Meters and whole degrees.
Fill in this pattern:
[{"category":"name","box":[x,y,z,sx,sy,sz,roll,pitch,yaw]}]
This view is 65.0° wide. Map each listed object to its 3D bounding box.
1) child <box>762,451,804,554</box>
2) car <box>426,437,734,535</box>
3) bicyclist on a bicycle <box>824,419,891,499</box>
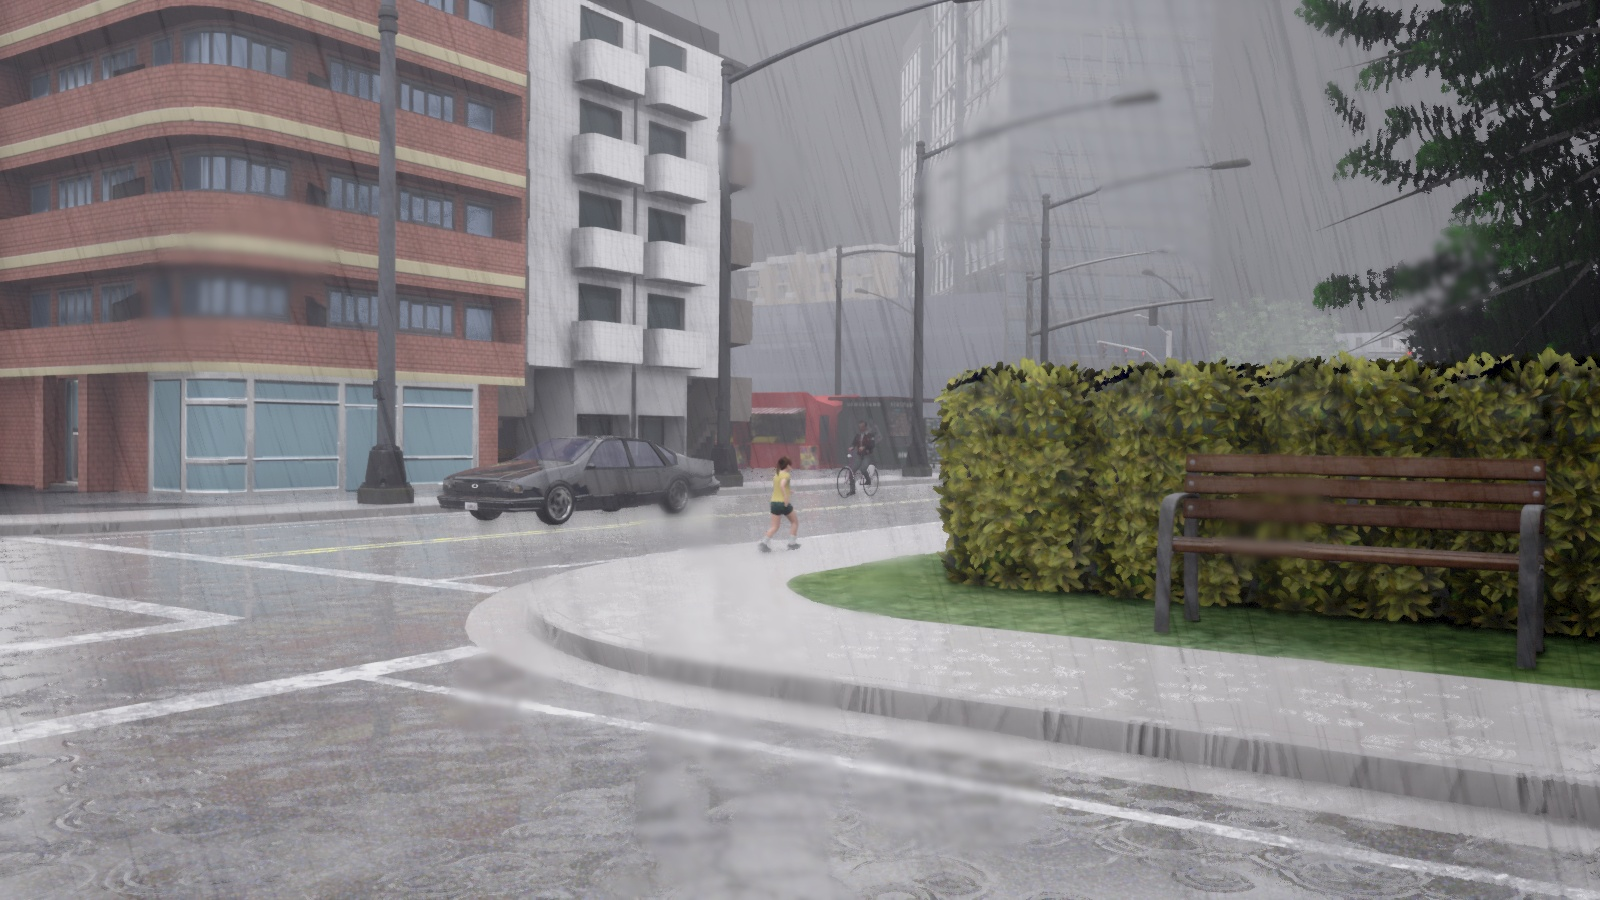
[{"category":"child","box":[-0.186,0.573,13.903,0.255,1.110,0.394,0,1,45]},{"category":"car","box":[-3.556,0.517,21.508,2.033,1.411,5.357,0,1,34]},{"category":"bicyclist on a bicycle","box":[1.338,0.196,28.807,0.659,1.776,1.843,0,1,34]}]
